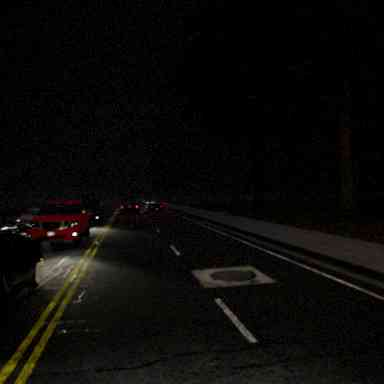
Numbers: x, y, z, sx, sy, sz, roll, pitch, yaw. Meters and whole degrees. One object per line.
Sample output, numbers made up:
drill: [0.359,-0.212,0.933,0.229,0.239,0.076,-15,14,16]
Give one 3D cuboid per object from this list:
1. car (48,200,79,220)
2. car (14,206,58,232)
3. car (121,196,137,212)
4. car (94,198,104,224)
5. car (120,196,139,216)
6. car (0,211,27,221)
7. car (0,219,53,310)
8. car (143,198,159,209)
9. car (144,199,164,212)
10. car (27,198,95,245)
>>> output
car: [-13.120,1.792,34.236,2.097,1.767,4.553,-1,0,-10]
car: [-11.209,1.881,24.214,1.812,1.442,4.674,-1,0,-11]
car: [-9.079,1.610,47.783,2.150,2.045,5.566,-1,0,-11]
car: [-8.497,1.515,27.253,2.150,2.045,5.566,-1,0,-11]
car: [-7.075,1.644,37.739,2.097,1.767,4.553,-1,0,-10]
car: [-9.388,1.829,14.807,2.033,1.411,5.357,-1,0,-11]
car: [-4.520,1.612,6.762,1.882,1.535,5.008,-1,0,-10]
car: [-6.639,1.835,52.836,2.128,1.511,4.902,-1,0,-11]
car: [-4.760,1.853,43.131,1.895,1.301,4.718,-1,0,-11]
car: [-6.461,1.431,16.733,2.150,2.045,5.566,-1,0,-11]
